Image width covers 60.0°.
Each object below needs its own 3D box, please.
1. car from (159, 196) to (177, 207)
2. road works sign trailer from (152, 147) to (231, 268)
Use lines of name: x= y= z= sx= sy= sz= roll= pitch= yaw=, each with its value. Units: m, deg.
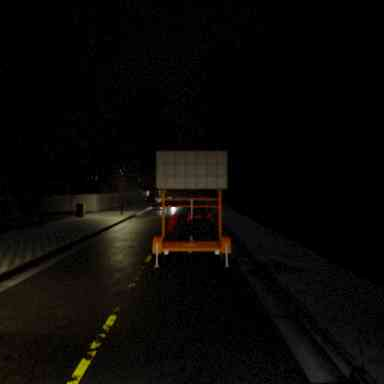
car: x=-2.868 y=1.142 z=41.051 sx=1.994 sy=1.385 sz=4.181 roll=0 pitch=1 yaw=0
road works sign trailer: x=-0.006 y=0.348 z=10.838 sx=2.380 sy=3.560 sz=2.880 roll=0 pitch=1 yaw=0
